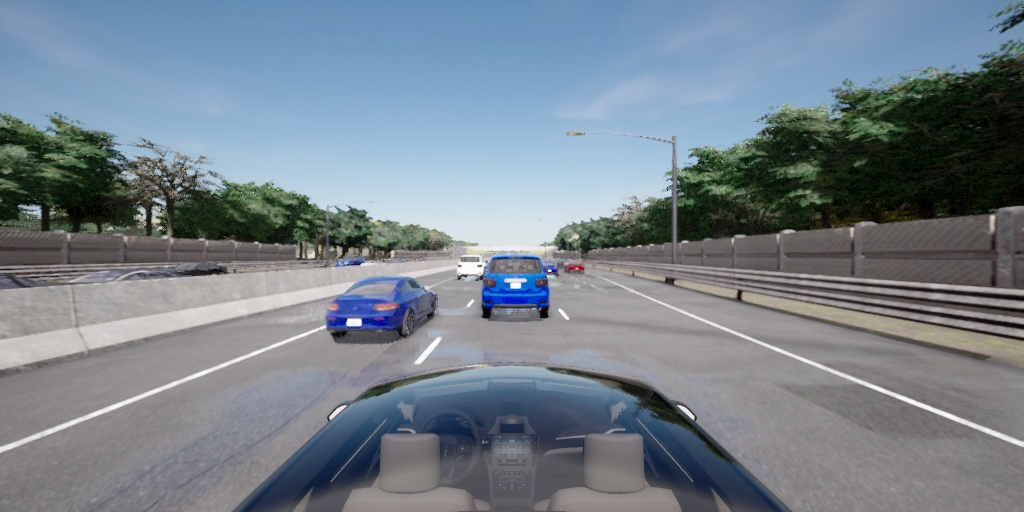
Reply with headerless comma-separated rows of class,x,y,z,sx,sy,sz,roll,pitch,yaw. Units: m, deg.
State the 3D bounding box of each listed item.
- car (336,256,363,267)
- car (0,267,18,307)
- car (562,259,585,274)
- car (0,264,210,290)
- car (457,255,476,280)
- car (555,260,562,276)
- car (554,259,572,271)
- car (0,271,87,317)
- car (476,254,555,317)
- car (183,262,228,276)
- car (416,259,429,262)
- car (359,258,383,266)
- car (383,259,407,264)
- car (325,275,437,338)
car,-24.269,0.947,54.158,2.150,2.045,5.566,0,0,1
car,-21.088,1.224,12.092,2.128,1.511,4.902,0,0,0
car,7.080,1.198,41.116,1.882,1.535,5.008,0,0,2
car,-14.085,1.223,12.885,2.128,1.511,4.902,0,0,0
car,-3.315,0.939,30.729,2.150,2.045,5.566,0,0,0
car,3.621,1.244,36.449,1.812,1.442,4.674,0,0,0
car,7.249,1.236,51.415,1.837,1.490,4.892,0,0,1
car,-17.591,1.281,11.284,2.033,1.411,5.357,0,0,0
car,0.113,0.954,13.166,2.150,2.045,5.566,0,0,0
car,-23.789,1.194,26.843,1.882,1.535,5.008,0,0,-3
car,-13.767,1.234,55.106,1.837,1.490,4.892,0,0,1
car,-20.777,1.329,54.113,1.895,1.301,4.718,0,0,1
car,-17.279,1.206,54.096,1.882,1.535,5.008,0,0,1
car,-3.393,1.263,10.019,1.812,1.442,4.674,0,0,0
